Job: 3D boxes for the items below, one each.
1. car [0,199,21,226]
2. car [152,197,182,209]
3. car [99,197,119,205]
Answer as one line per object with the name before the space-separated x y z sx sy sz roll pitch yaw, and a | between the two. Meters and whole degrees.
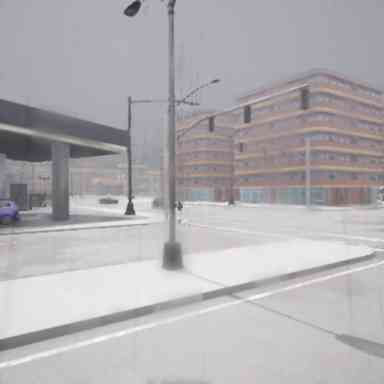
car | -13.183 1.286 20.518 4.611 1.667 2.242 0 0 -35
car | -3.125 1.354 40.865 1.837 1.490 4.892 -1 0 -36
car | -13.880 1.451 55.486 1.895 1.301 4.718 -1 0 -36
